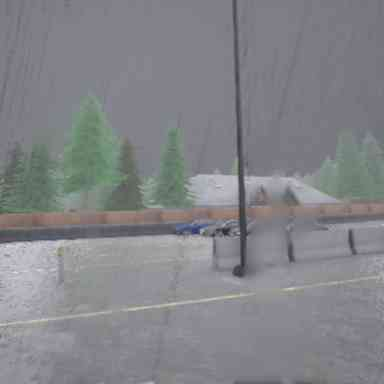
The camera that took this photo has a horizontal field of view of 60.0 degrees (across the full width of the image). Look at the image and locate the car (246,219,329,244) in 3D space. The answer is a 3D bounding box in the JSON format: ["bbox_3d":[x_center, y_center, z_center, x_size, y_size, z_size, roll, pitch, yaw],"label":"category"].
[{"bbox_3d":[6.100,2.452,20.311,4.902,1.511,2.128,0,-3,-24],"label":"car"}]

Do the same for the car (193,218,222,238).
[{"bbox_3d":[2.972,2.883,26.566,4.902,1.511,2.128,0,-3,-23],"label":"car"}]

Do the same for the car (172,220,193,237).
[{"bbox_3d":[0.643,3.088,29.363,5.008,1.535,1.882,0,-3,-23],"label":"car"}]

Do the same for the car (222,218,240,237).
[{"bbox_3d":[4.918,2.678,23.596,4.892,1.490,1.837,0,-3,-24],"label":"car"}]
